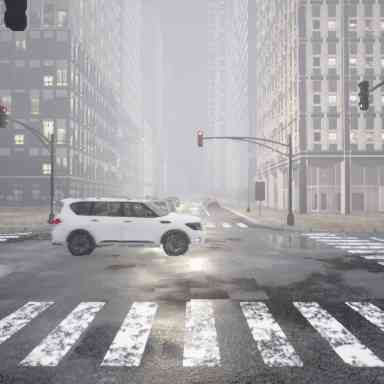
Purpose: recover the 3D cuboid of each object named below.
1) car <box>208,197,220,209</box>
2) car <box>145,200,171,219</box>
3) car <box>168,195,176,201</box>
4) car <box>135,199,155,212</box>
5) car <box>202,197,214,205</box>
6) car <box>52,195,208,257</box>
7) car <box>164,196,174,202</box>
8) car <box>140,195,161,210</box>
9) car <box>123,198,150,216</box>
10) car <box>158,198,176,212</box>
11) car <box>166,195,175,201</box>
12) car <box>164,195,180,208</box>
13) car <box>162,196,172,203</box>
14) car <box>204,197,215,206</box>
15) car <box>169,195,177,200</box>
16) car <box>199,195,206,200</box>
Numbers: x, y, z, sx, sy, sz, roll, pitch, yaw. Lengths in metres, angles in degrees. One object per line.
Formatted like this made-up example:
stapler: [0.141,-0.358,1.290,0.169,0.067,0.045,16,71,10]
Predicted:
car: [2.881,1.599,44.976,1.802,1.307,4.206,1,0,0]
car: [-2.980,1.516,30.335,1.837,1.490,4.892,0,0,0]
car: [-5.323,1.587,89.548,2.008,1.369,4.403,1,0,0]
car: [-5.522,1.597,39.372,1.802,1.307,4.206,1,0,0]
car: [2.947,1.590,61.709,1.947,1.339,4.313,1,0,0]
car: [-2.312,1.227,12.509,5.566,2.045,2.150,0,0,0]
car: [-5.367,1.581,78.398,2.008,1.369,4.403,1,0,0]
car: [-5.494,1.332,44.948,2.192,1.841,5.009,1,0,0]
car: [-5.540,1.453,33.797,1.967,1.590,4.097,1,0,0]
car: [-2.942,1.520,39.784,1.837,1.490,4.892,0,0,0]
car: [-5.345,1.578,83.973,1.887,1.381,4.507,1,0,0]
car: [-2.896,1.371,49.858,2.097,1.767,4.553,0,0,0]
car: [-5.389,1.573,72.823,1.887,1.381,4.507,1,0,0]
car: [2.927,1.547,56.302,1.752,1.417,4.829,1,0,0]
car: [-5.301,1.604,95.124,1.947,1.339,4.313,1,0,0]
car: [3.080,1.583,95.172,1.887,1.381,4.507,1,0,0]
